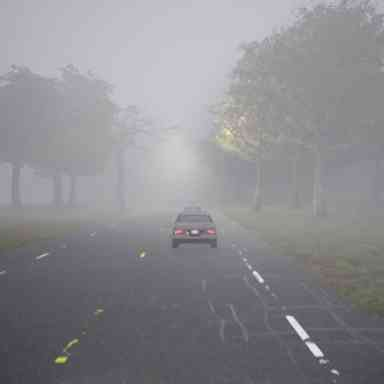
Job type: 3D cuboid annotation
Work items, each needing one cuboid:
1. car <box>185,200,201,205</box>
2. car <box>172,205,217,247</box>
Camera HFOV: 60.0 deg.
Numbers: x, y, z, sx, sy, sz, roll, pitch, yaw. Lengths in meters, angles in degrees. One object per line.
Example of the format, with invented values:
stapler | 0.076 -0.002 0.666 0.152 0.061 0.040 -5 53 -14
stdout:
car | 0.102 1.577 40.057 1.895 1.301 4.718 0 0 0
car | 0.102 1.541 14.913 2.033 1.411 5.357 0 0 0
